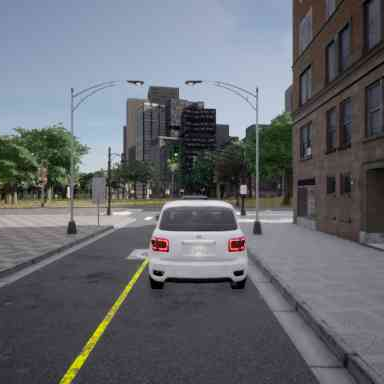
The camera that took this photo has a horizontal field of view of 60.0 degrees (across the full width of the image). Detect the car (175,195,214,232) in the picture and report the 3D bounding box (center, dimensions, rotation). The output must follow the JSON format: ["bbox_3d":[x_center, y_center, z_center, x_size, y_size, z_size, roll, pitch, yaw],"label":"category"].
[{"bbox_3d":[0.144,1.226,21.469,2.150,2.045,5.566,0,0,0],"label":"car"}]

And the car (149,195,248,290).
[{"bbox_3d":[0.122,1.222,9.214,2.150,2.045,5.566,0,0,0],"label":"car"}]
